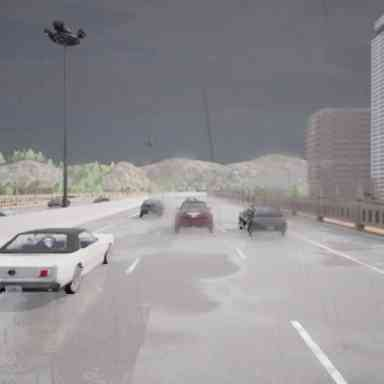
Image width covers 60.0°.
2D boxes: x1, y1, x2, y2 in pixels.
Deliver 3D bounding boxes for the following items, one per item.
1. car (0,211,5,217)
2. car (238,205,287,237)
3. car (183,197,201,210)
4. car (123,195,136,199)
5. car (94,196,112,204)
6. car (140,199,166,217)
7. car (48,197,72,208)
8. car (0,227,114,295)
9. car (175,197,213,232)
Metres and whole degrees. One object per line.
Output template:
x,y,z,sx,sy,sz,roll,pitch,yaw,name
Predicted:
-10.593,1.285,15.222,2.097,1.767,4.553,0,0,0,car
3.605,1.414,17.615,2.128,1.511,4.902,0,0,0,car
-0.096,1.369,40.668,2.033,1.411,5.357,0,0,-1,car
-11.252,1.228,60.481,1.882,1.535,5.008,0,0,-2,car
-14.592,1.362,54.522,1.895,1.301,4.718,0,0,-1,car
-3.416,1.377,29.174,1.837,1.490,4.892,0,0,0,car
-17.855,1.368,44.982,1.994,1.385,4.181,0,0,-1,car
-3.404,1.563,8.587,1.895,1.301,4.718,0,0,0,car
0.107,1.266,19.634,2.097,1.767,4.553,0,0,0,car
